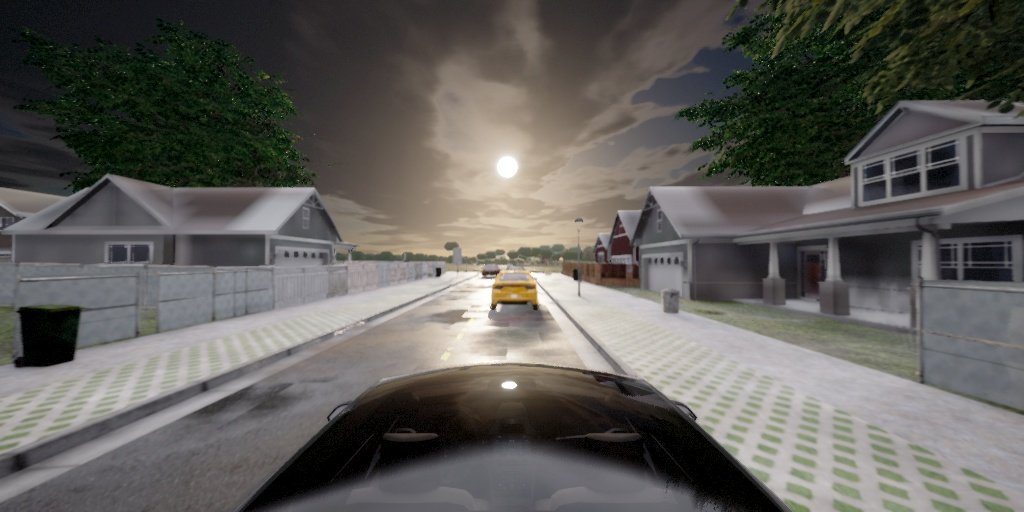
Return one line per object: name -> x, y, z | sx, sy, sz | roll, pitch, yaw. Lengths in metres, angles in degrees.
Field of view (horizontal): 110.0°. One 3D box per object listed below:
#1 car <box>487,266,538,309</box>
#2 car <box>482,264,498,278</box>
car -> 0.131, 1.376, 15.998 | 1.882, 1.535, 5.008 | 0, 0, 1
car -> -2.404, 1.662, 41.589 | 1.882, 1.535, 5.008 | 0, -1, 1
